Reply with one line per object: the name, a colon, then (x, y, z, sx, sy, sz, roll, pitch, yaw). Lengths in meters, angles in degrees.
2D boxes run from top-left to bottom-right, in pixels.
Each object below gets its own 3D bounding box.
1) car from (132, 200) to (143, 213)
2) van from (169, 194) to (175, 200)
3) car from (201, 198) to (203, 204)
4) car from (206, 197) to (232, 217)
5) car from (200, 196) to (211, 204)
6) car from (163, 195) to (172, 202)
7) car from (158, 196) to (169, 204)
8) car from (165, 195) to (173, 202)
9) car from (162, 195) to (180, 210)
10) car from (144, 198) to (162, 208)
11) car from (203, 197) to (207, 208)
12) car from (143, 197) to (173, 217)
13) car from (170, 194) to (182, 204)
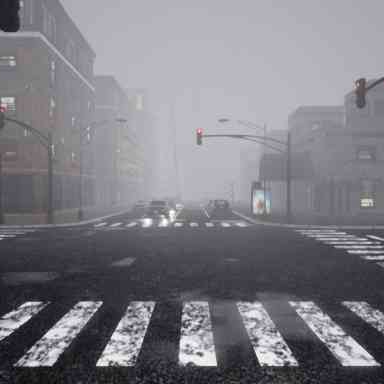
car: (-5.675, 1.560, 37.483, 2.008, 1.369, 4.403, 0, 0, 0)
van: (-5.645, 1.428, 94.449, 1.690, 1.788, 3.998, -1, 0, 0)
car: (2.712, 1.570, 48.884, 2.008, 1.369, 4.403, 0, 0, 0)
car: (2.701, 1.445, 31.793, 1.967, 1.590, 4.097, 0, 0, 0)
car: (2.722, 1.590, 65.974, 2.008, 1.369, 4.403, -1, 0, 0)
car: (-5.654, 1.496, 77.358, 1.967, 1.590, 4.097, 0, 0, 0)
car: (-5.659, 1.564, 65.796, 1.752, 1.417, 4.829, 0, 0, 0)
car: (-5.650, 1.591, 82.885, 1.752, 1.417, 4.829, -1, 0, 0)
car: (-3.073, 1.506, 43.194, 2.128, 1.511, 4.902, 0, 0, 0)
car: (-5.668, 1.570, 48.876, 2.008, 1.369, 4.403, 0, 0, 0)
car: (2.709, 1.596, 43.187, 1.802, 1.307, 4.206, 0, 0, 0)
car: (-3.084, 1.509, 30.925, 1.837, 1.490, 4.892, 0, 0, 0)
car: (-2.990, 1.527, 62.534, 2.128, 1.511, 4.902, 0, 0, 0)
